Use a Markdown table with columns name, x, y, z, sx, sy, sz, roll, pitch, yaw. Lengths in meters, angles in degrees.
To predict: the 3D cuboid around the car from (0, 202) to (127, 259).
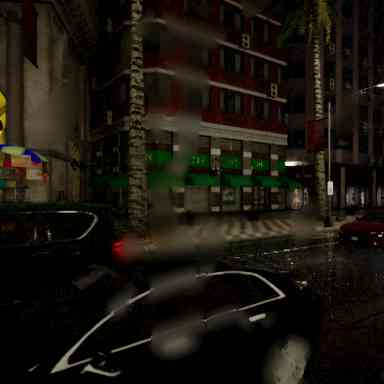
| name | x | y | z | sx | sy | sz | roll | pitch | yaw |
| --- | --- | --- | --- | --- | --- | --- | --- | --- | --- |
| car | -3.824 | 1.221 | 5.577 | 5.566 | 2.045 | 2.150 | 0 | 0 | -35 |

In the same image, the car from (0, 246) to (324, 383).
| name | x | y | z | sx | sy | sz | roll | pitch | yaw |
| --- | --- | --- | --- | --- | --- | --- | --- | --- | --- |
| car | -0.582 | 1.505 | 3.567 | 4.892 | 1.490 | 1.837 | 0 | 0 | -35 |

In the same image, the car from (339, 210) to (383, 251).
| name | x | y | z | sx | sy | sz | roll | pitch | yaw |
| --- | --- | --- | --- | --- | --- | --- | --- | --- | --- |
| car | 8.139 | 1.477 | 13.777 | 5.008 | 1.535 | 1.882 | 0 | 0 | -33 |
